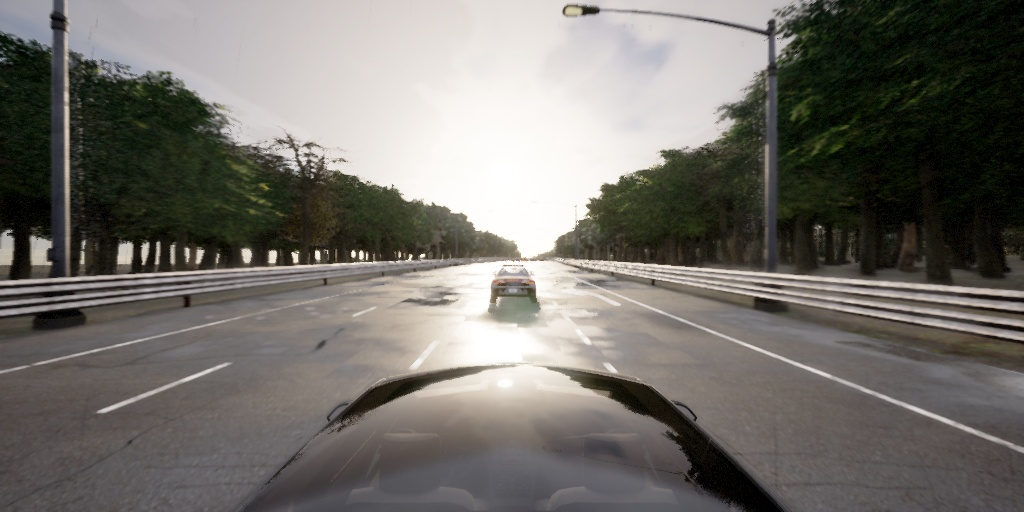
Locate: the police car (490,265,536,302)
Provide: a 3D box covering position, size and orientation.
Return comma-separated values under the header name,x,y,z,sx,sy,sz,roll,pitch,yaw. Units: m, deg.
name,x,y,z,sx,sy,sz,roll,pitch,yaw
police car,0.068,1.188,16.838,2.038,1.542,4.974,0,0,1
